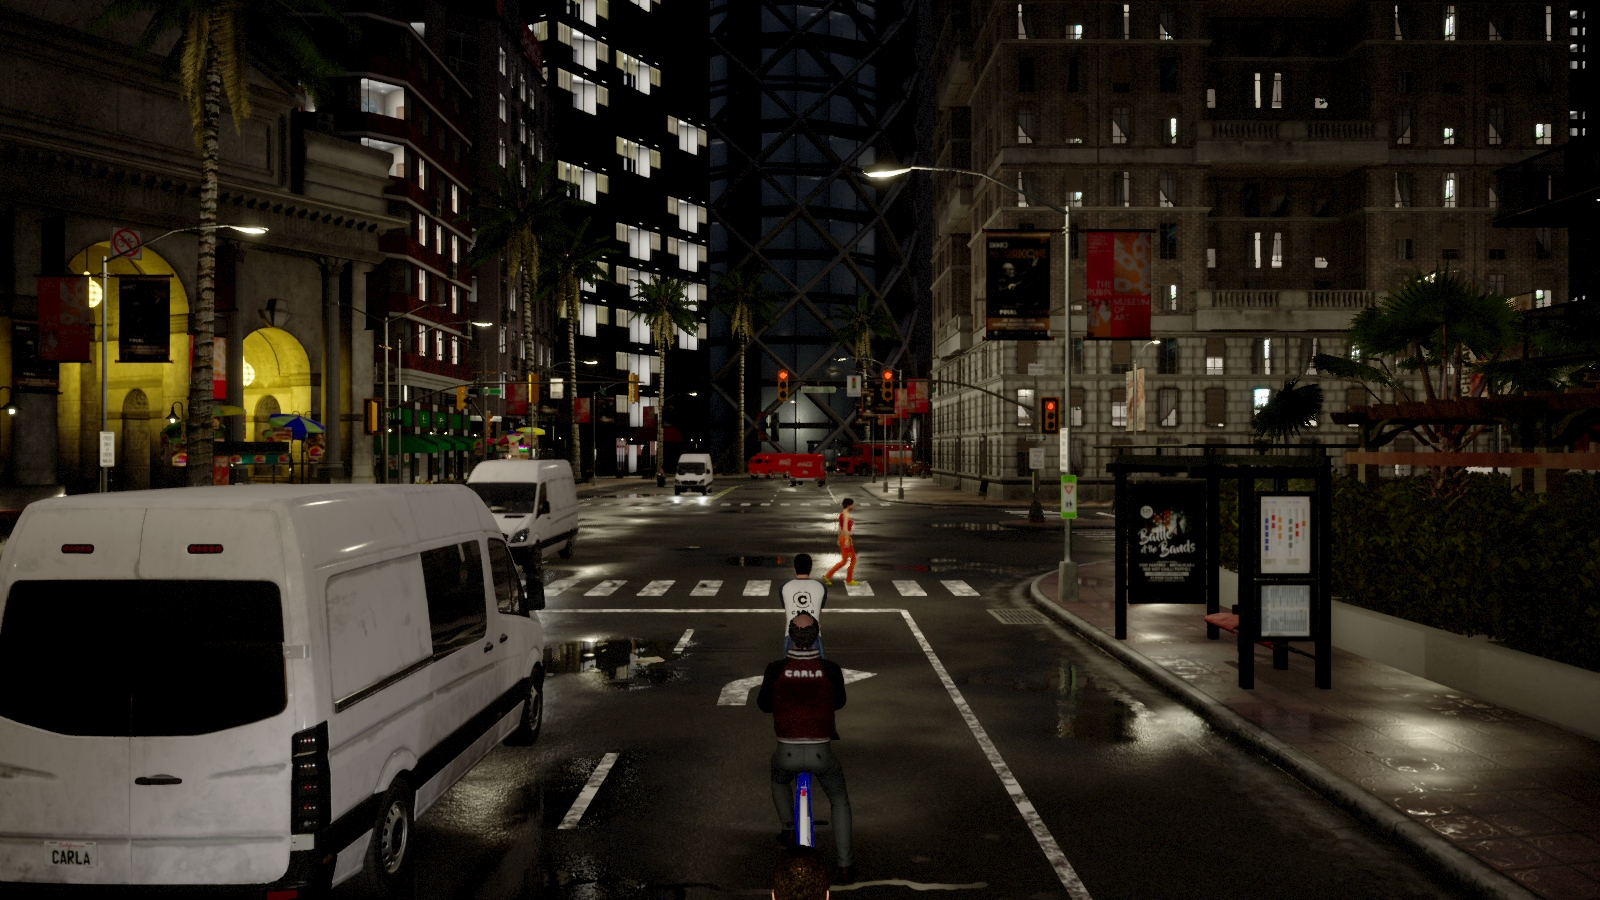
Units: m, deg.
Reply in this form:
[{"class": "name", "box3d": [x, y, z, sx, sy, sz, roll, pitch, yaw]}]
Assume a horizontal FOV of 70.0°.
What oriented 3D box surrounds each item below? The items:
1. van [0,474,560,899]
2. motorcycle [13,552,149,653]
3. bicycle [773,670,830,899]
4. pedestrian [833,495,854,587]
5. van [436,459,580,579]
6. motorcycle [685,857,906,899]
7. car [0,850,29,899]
[{"class": "van", "box3d": [-3.525, 1.534, 8.973, 1.988, 2.561, 5.915, 0, 0, 0]}, {"class": "motorcycle", "box3d": [-10.445, 2.182, 16.680, 0.856, 1.236, 1.805, 0, 0, 0]}, {"class": "bicycle", "box3d": [0.008, 2.210, 7.501, 0.329, 1.171, 1.835, 0, 0, 0]}, {"class": "pedestrian", "box3d": [0.880, 1.849, 23.308, 0.375, 1.860, 0.375, 0, 0, -7]}, {"class": "van", "box3d": [-6.926, 1.534, 27.864, 1.988, 2.561, 5.915, 0, 0, 0]}, {"class": "motorcycle", "box3d": [-0.018, 2.213, 3.585, 0.803, 1.145, 2.033, 0, 0, 0]}, {"class": "car", "box3d": [-3.487, 2.120, 2.971, 1.481, 1.376, 2.207, 0, 0, 0]}]
